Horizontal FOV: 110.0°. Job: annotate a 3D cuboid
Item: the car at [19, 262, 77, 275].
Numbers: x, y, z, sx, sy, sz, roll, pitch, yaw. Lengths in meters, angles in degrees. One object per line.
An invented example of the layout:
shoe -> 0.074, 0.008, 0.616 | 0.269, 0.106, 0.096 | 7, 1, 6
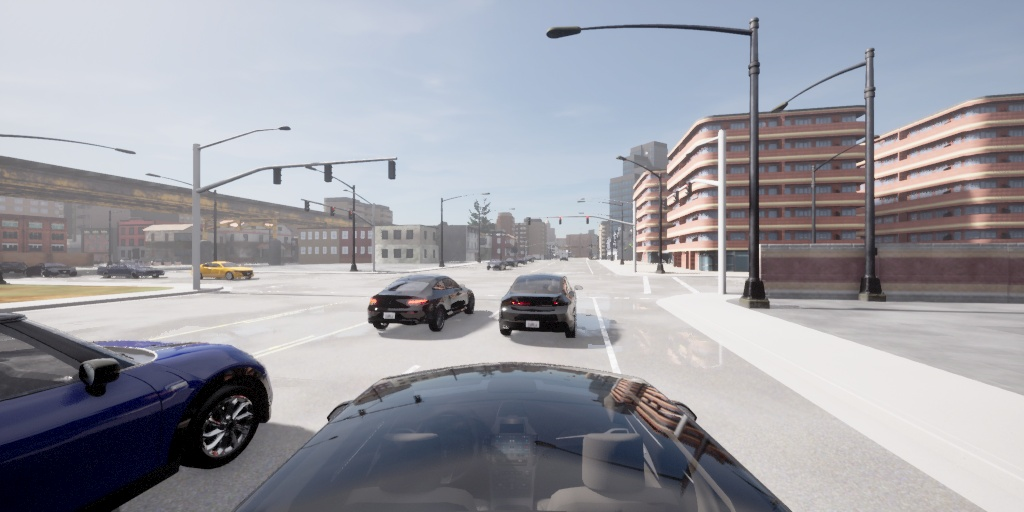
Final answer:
car -> -43.983, 1.314, 34.216 | 4.181, 1.385, 1.994 | 0, 0, 15

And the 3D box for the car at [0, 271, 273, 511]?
car -> -3.858, 1.102, 2.146 | 2.097, 1.767, 4.553 | 0, 0, 6

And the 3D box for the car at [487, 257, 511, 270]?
car -> -2.042, 1.106, 48.061 | 2.128, 1.511, 4.902 | 0, 1, 11

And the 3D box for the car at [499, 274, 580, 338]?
car -> 0.907, 1.255, 10.284 | 1.837, 1.490, 4.892 | 0, 0, 11

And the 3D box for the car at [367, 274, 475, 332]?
car -> -2.539, 1.276, 10.924 | 1.812, 1.442, 4.674 | 0, 0, 11

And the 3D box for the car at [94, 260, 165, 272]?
car -> -34.263, 1.297, 32.185 | 5.357, 1.411, 2.033 | 0, 0, 9

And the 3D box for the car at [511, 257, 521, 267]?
car -> -0.245, 0.957, 57.338 | 1.882, 1.535, 5.008 | 0, 1, 11

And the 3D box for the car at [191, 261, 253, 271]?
car -> -24.605, 1.228, 30.554 | 5.008, 1.535, 1.882 | 0, 0, 10
